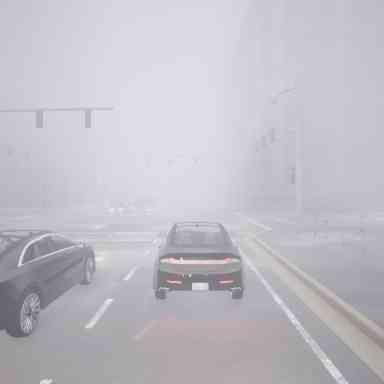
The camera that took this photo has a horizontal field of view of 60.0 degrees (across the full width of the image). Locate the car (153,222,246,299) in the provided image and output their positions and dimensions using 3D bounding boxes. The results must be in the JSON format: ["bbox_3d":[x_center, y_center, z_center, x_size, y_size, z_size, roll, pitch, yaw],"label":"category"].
[{"bbox_3d":[0.136,1.492,8.426,2.128,1.511,4.902,0,0,0],"label":"car"}]

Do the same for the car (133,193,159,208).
[{"bbox_3d":[-6.735,1.221,49.393,2.150,2.045,5.566,0,0,2],"label":"car"}]

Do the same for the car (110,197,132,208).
[{"bbox_3d":[-10.262,1.564,47.074,1.994,1.385,4.181,0,0,0],"label":"car"}]

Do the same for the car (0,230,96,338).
[{"bbox_3d":[-3.398,1.492,6.607,2.128,1.511,4.902,0,0,1],"label":"car"}]

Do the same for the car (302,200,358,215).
[{"bbox_3d":[13.447,1.492,32.892,5.357,1.411,2.033,0,0,0],"label":"car"}]

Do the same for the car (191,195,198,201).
[{"bbox_3d":[0.611,1.461,85.379,1.882,1.535,5.008,0,0,0],"label":"car"}]

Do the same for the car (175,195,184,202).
[{"bbox_3d":[-2.959,1.497,75.701,1.837,1.490,4.892,0,0,0],"label":"car"}]

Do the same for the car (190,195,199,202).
[{"bbox_3d":[0.546,1.593,76.334,1.895,1.301,4.718,0,0,0],"label":"car"}]

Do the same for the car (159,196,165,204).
[{"bbox_3d":[-6.648,1.491,59.606,2.128,1.511,4.902,0,0,1],"label":"car"}]

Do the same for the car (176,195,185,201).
[{"bbox_3d":[-2.889,1.523,85.404,2.033,1.411,5.357,0,0,0],"label":"car"}]
